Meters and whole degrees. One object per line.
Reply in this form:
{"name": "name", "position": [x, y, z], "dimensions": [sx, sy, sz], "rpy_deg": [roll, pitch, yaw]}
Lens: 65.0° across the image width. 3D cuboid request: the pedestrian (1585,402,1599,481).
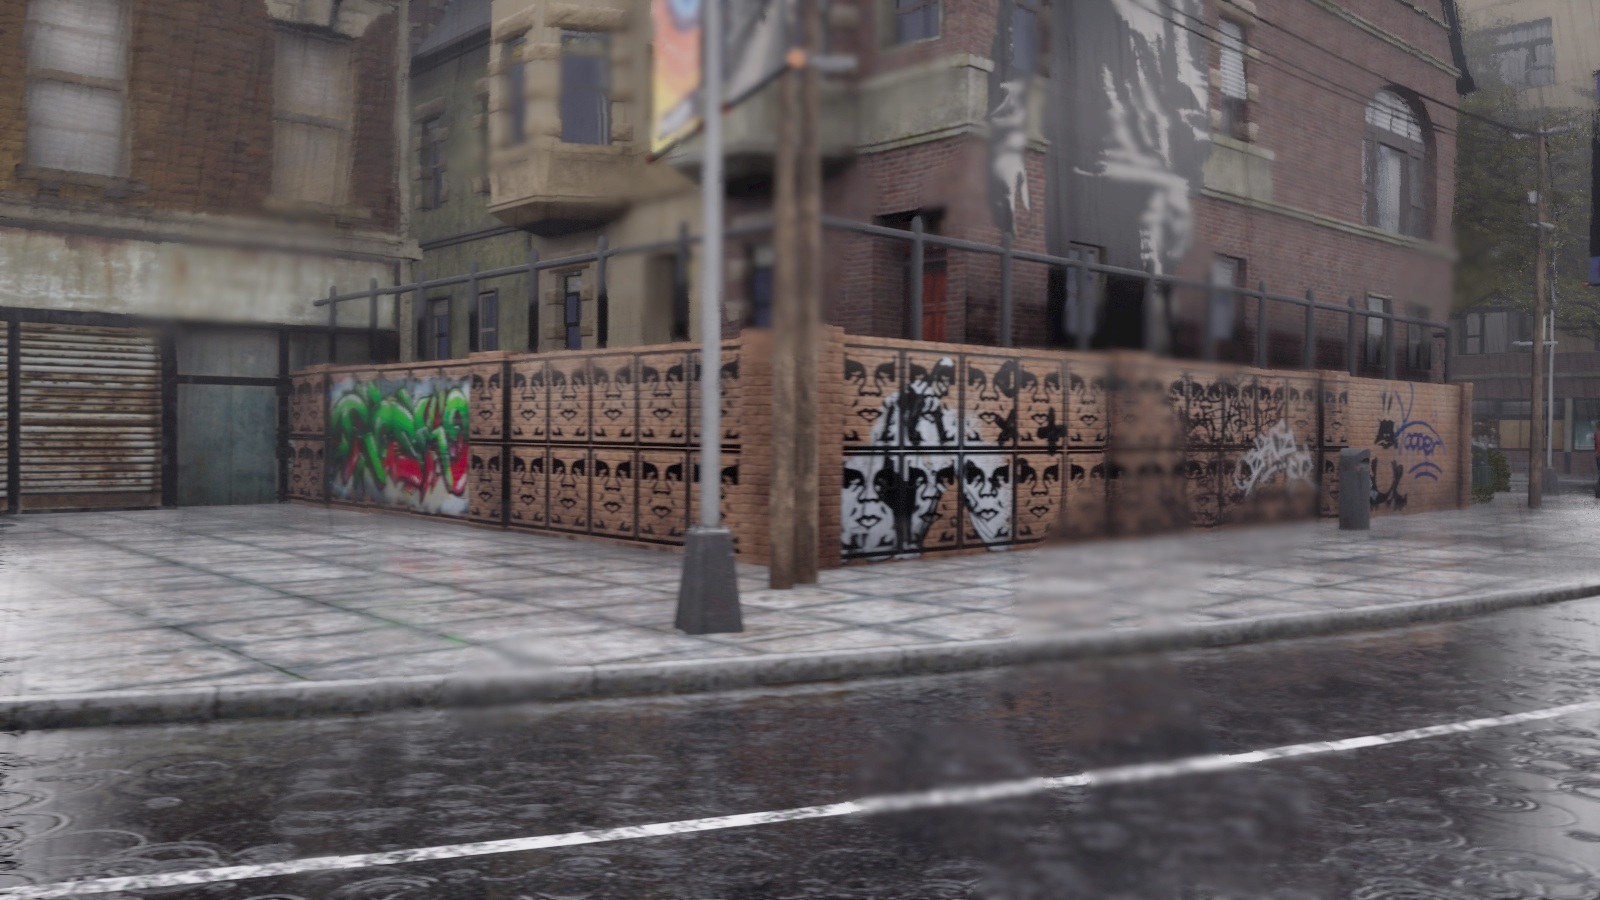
{"name": "pedestrian", "position": [18.602, -0.200, 29.146], "dimensions": [0.636, 1.846, 0.331], "rpy_deg": [0, 1, 27]}
